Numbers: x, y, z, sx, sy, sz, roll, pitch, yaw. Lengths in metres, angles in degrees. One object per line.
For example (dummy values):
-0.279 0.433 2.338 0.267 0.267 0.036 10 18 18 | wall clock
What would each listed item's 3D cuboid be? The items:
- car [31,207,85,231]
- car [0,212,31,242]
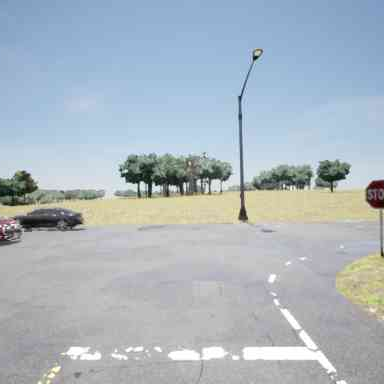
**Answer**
-9.469 1.745 21.521 4.892 1.490 1.837 -1 -2 0 | car
-9.967 1.368 14.533 4.553 1.767 2.097 0 -2 0 | car
